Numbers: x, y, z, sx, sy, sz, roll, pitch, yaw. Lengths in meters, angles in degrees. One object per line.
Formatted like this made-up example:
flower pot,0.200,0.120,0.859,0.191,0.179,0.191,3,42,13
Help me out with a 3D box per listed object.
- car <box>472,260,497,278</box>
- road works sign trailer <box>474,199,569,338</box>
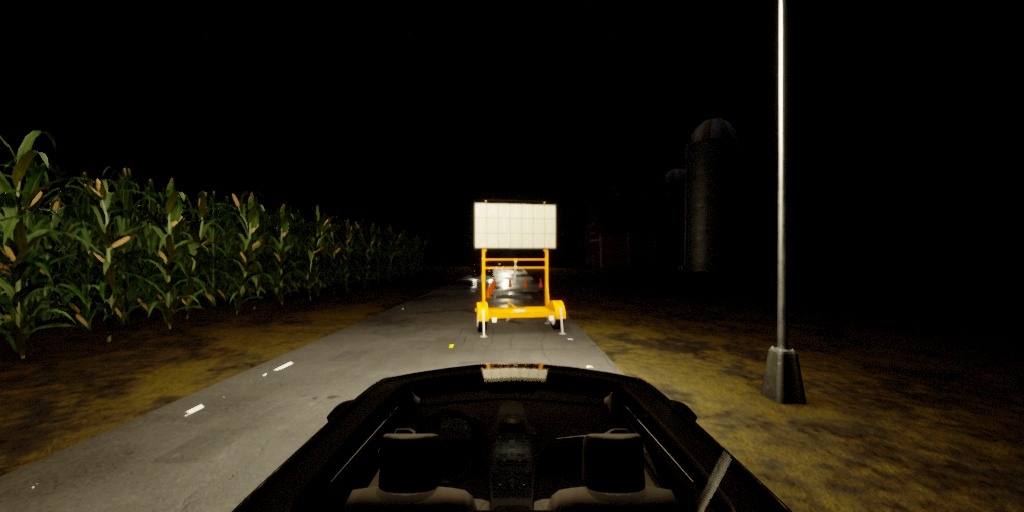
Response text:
car,-2.787,1.301,35.156,1.882,1.535,5.008,0,0,0
road works sign trailer,0.076,0.213,10.317,2.380,3.560,2.880,0,0,-9
